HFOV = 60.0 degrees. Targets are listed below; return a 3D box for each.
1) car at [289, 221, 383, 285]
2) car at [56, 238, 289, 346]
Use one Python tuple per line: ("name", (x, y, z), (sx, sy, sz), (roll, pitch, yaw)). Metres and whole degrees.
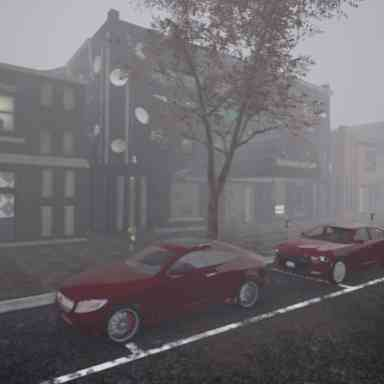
("car", (4.287, 1.549, 9.571), (4.507, 1.381, 1.887), (0, 1, -35))
("car", (-0.321, 1.585, 6.311), (4.206, 1.307, 1.802), (0, 1, -35))
